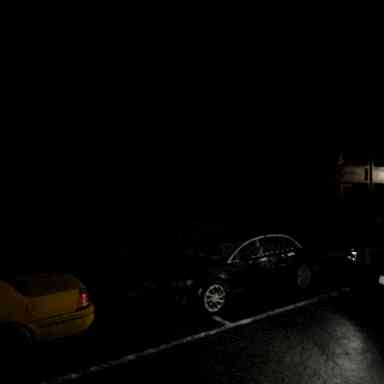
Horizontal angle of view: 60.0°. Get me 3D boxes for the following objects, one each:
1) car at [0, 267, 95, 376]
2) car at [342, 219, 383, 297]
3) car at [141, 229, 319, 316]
[{"bbox_3d":[-3.714,1.528,4.008,4.829,1.417,1.752,0,0,-35],"label":"car"},{"bbox_3d":[5.676,1.197,7.402,5.566,2.045,2.150,0,0,-35],"label":"car"},{"bbox_3d":[1.021,1.537,7.368,4.403,1.369,2.008,0,0,-35],"label":"car"}]
